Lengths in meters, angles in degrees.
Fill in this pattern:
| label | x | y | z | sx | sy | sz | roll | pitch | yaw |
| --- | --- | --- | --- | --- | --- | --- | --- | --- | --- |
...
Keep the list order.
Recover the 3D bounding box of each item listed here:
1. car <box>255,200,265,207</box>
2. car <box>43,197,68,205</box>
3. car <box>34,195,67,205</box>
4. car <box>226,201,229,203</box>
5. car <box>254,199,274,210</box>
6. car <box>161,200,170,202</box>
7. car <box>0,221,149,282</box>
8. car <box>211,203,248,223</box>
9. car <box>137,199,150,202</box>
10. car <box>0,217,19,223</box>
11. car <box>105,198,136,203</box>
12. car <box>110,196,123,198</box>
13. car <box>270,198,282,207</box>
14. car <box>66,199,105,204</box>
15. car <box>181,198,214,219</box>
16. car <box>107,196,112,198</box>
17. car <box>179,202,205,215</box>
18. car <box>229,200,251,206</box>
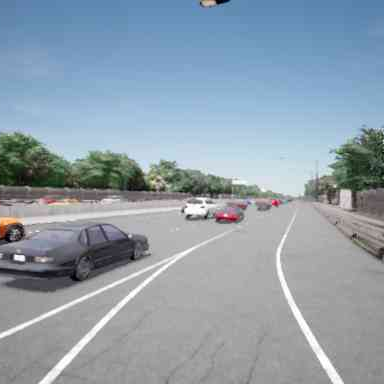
| label | x | y | z | sx | sy | sz | roll | pitch | yaw |
| --- | --- | --- | --- | --- | --- | --- | --- | --- | --- |
| car | 16.631 | 2.722 | 81.428 | 1.882 | 1.535 | 5.008 | 1 | -1 | 18 |
| car | -17.390 | 1.749 | 45.286 | 1.882 | 1.535 | 5.008 | 1 | -1 | 19 |
| car | -20.134 | 1.482 | 48.045 | 2.150 | 2.045 | 5.566 | 1 | 0 | 19 |
| car | 7.502 | 2.411 | 64.737 | 1.812 | 1.442 | 4.674 | 1 | -1 | 18 |
| car | 12.560 | 2.367 | 57.691 | 2.128 | 1.511 | 4.902 | 1 | -1 | 18 |
| car | -4.814 | 2.196 | 60.891 | 2.033 | 1.411 | 5.357 | 1 | -1 | 18 |
| car | -3.211 | 1.616 | 10.105 | 2.033 | 1.411 | 5.357 | 1 | -1 | 18 |
| car | 3.505 | 1.973 | 30.256 | 1.994 | 1.385 | 4.181 | 1 | -1 | 18 |
| car | -8.898 | 2.075 | 59.719 | 1.837 | 1.490 | 4.892 | 1 | -1 | 19 |
| car | -9.321 | 1.373 | 13.899 | 2.097 | 1.767 | 4.553 | 1 | -1 | 18 |
| car | -9.854 | 1.895 | 45.736 | 1.837 | 1.490 | 4.892 | 1 | -1 | 19 |
| car | -12.402 | 2.029 | 60.277 | 1.837 | 1.490 | 4.892 | 1 | -1 | 19 |
| car | 19.177 | 2.463 | 77.934 | 2.150 | 2.045 | 5.566 | 1 | -1 | 18 |
| car | -14.068 | 1.910 | 44.197 | 1.895 | 1.301 | 4.718 | 1 | -1 | 19 |
| car | 1.009 | 1.635 | 33.830 | 2.150 | 2.045 | 5.566 | 1 | -1 | 18 |
| car | -15.070 | 1.737 | 63.295 | 2.150 | 2.045 | 5.566 | 1 | 0 | 18 |
| car | 0.070 | 2.062 | 42.145 | 1.994 | 1.385 | 4.181 | 1 | -1 | 18 |
| car | 7.914 | 2.246 | 54.763 | 1.882 | 1.535 | 5.008 | 1 | -1 | 18 |
